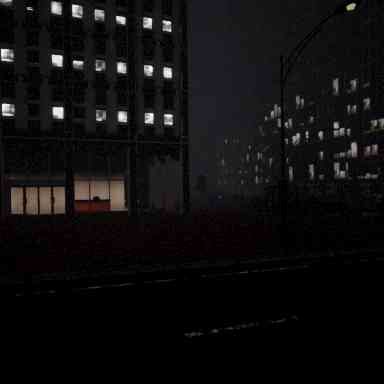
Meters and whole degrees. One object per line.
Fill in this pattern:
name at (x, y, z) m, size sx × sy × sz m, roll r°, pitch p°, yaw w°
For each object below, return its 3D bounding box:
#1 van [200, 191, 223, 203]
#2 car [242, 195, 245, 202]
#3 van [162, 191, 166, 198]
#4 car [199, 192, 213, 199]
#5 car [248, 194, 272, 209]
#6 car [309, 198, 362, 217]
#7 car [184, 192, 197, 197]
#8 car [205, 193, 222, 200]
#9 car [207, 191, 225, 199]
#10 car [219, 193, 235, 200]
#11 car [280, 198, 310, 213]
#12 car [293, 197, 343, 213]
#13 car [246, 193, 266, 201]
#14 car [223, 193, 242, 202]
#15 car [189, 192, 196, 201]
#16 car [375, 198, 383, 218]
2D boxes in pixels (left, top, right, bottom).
van at (3.262, 0.952, 56.070) m, size 1.690 × 1.788 × 3.998 m, roll 0°, pitch 1°, yaw -20°
car at (11.140, 1.060, 58.928) m, size 1.802 × 1.307 × 4.206 m, roll 0°, pitch 1°, yaw -20°
van at (-6.428, 0.687, 82.785) m, size 1.690 × 1.788 × 3.998 m, roll 0°, pitch 1°, yaw -20°
car at (3.388, 0.706, 80.299) m, size 1.967 × 1.590 × 4.097 m, roll 0°, pitch 1°, yaw -20°
car at (9.025, 1.332, 40.027) m, size 1.947 × 1.339 × 4.313 m, roll 0°, pitch 1°, yaw -20°
car at (12.830, 1.434, 29.313) m, size 1.947 × 1.339 × 4.313 m, roll 0°, pitch 1°, yaw -20°
car at (-0.488, 0.710, 90.986) m, size 2.008 × 1.369 × 4.403 m, roll 0°, pitch 1°, yaw -20°
car at (4.503, 0.930, 69.608) m, size 1.812 × 1.442 × 4.674 m, roll -1°, pitch 1°, yaw -20°
car at (5.325, 0.634, 74.955) m, size 2.192 × 1.841 × 5.009 m, roll 0°, pitch 1°, yaw -20°
car at (7.264, 0.954, 69.615) m, size 1.802 × 1.307 × 4.206 m, roll 0°, pitch 1°, yaw -20°
car at (10.909, 1.399, 34.665) m, size 1.802 × 1.307 × 4.206 m, roll 0°, pitch 1°, yaw -20°
car at (13.392, 1.321, 35.726) m, size 2.033 × 1.411 × 5.357 m, roll -1°, pitch 1°, yaw -20°
car at (9.880, 1.228, 45.423) m, size 2.033 × 1.411 × 5.357 m, roll -1°, pitch 1°, yaw -20°
car at (7.926, 1.024, 60.174) m, size 1.812 × 1.442 × 4.674 m, roll -1°, pitch 1°, yaw -20°
car at (-0.614, 1.056, 66.758) m, size 2.008 × 1.369 × 4.403 m, roll 0°, pitch 1°, yaw -20°
car at (16.907, 1.216, 26.076) m, size 2.097 × 1.767 × 4.553 m, roll -1°, pitch 1°, yaw -21°
